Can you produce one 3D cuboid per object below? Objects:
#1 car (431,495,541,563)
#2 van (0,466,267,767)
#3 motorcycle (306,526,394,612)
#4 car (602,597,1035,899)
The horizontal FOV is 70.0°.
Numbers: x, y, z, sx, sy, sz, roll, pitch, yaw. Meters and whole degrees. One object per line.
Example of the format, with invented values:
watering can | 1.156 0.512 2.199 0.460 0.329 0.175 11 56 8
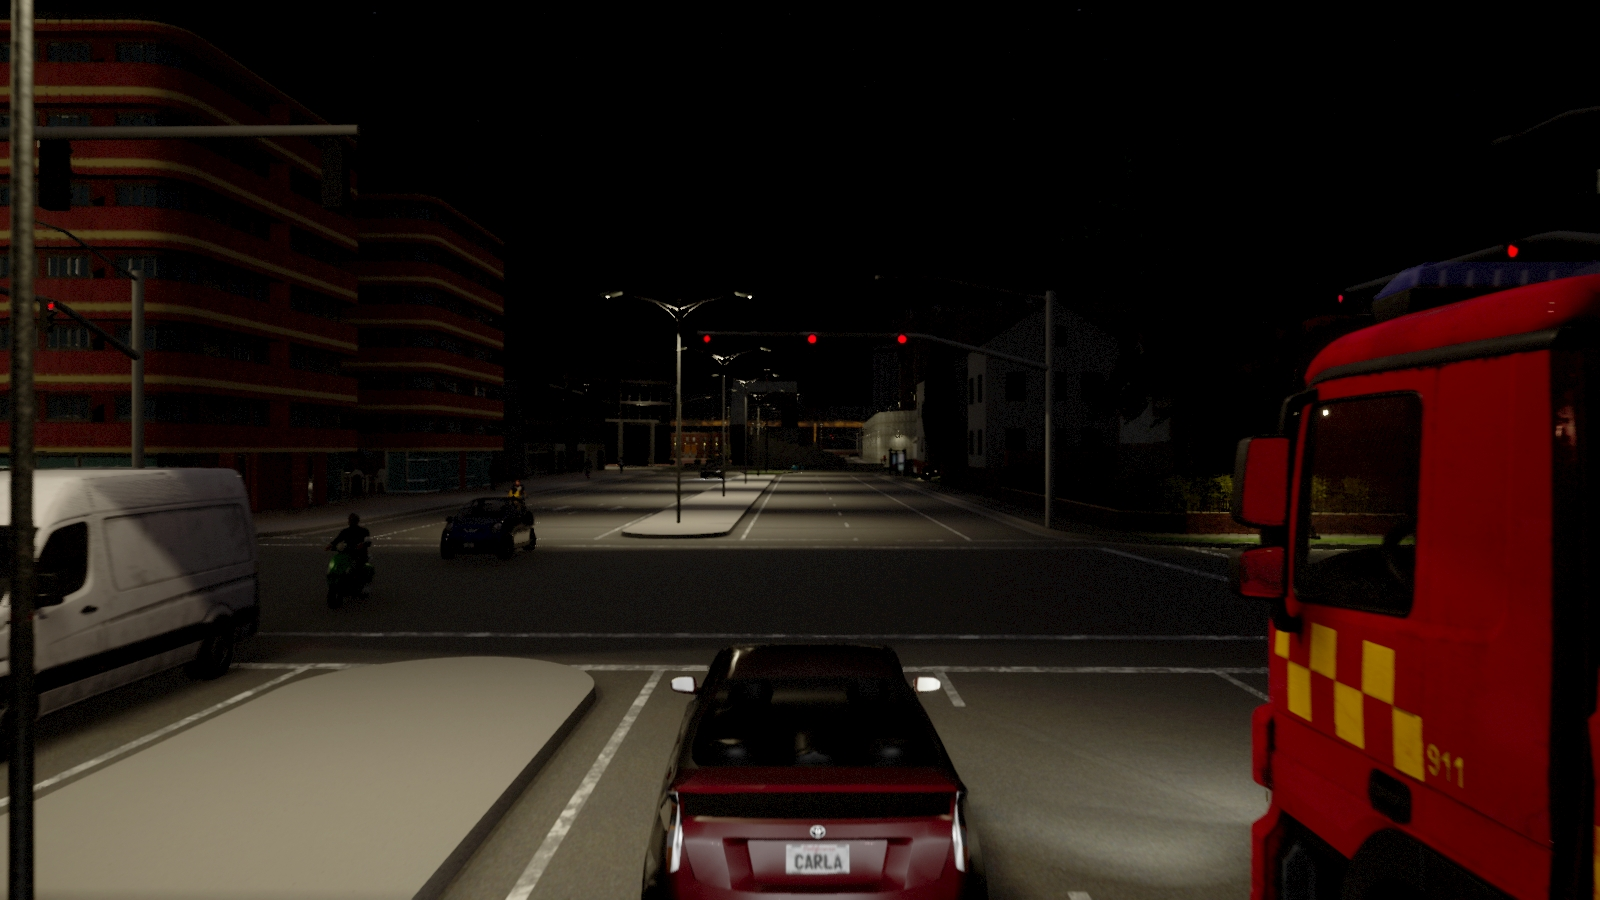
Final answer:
car | -8.021 1.981 29.504 1.845 1.501 3.633 0 0 0
van | -8.017 1.499 12.107 1.988 2.561 5.915 0 0 0
motorcycle | -8.004 2.084 20.404 0.856 1.341 1.805 0 0 0
car | 0.057 2.029 7.550 2.007 1.525 4.514 0 0 -1
